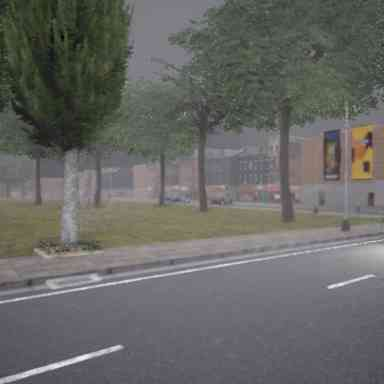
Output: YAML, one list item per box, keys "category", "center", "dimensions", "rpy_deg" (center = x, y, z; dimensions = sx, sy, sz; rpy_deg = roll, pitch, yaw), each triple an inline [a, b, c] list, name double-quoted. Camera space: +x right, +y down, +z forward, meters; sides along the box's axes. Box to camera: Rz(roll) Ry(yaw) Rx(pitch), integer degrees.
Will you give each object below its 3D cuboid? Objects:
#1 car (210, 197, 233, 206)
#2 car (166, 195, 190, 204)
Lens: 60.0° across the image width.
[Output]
- category: "car"
  center: [5.034, 1.530, 57.760]
  dimensions: [2.128, 1.511, 4.902]
  rpy_deg: [1, 0, -35]
- category: "car"
  center: [-2.277, 1.461, 63.275]
  dimensions: [2.128, 1.511, 4.902]
  rpy_deg: [1, 0, -35]
